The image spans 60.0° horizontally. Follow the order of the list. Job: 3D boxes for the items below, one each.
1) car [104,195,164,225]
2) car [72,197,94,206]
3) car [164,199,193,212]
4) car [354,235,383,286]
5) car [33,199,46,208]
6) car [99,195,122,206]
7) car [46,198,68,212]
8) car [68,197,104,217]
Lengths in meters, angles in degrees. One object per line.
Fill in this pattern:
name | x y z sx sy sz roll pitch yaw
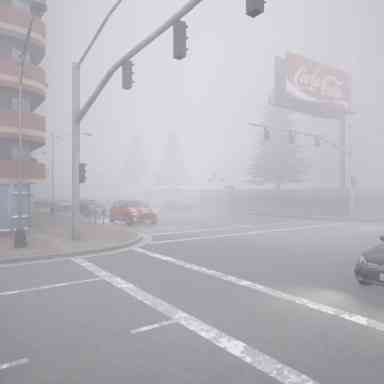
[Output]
car | -4.274 1.352 23.925 2.097 1.767 4.553 0 0 -36
car | -18.182 1.547 55.400 2.033 1.411 5.357 0 0 -36
car | -2.023 1.547 39.047 2.033 1.411 5.357 0 0 -36
car | 5.949 1.526 8.255 4.674 1.442 1.812 0 0 -36
car | -21.215 1.601 47.397 1.895 1.301 4.718 0 0 -35
car | -13.569 1.352 55.003 2.097 1.767 4.553 0 0 -36
car | -15.278 1.478 39.136 1.882 1.535 5.008 0 0 -36
car | -9.610 1.491 31.292 2.128 1.511 4.902 0 0 -36
